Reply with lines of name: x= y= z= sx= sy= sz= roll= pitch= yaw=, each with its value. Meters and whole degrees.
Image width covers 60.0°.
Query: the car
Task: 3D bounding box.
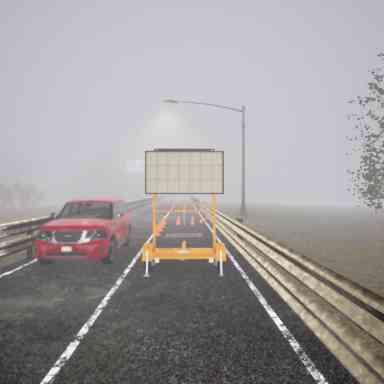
car: x=-3.538 y=1.226 z=11.953 sx=2.150 sy=2.045 sz=5.566 roll=0 pitch=0 yaw=-1

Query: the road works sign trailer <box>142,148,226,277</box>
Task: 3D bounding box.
road works sign trailer: x=-0.236 y=0.468 z=10.284 sx=2.380 sy=3.560 sz=2.880 roll=0 pitch=0 yaw=-1
